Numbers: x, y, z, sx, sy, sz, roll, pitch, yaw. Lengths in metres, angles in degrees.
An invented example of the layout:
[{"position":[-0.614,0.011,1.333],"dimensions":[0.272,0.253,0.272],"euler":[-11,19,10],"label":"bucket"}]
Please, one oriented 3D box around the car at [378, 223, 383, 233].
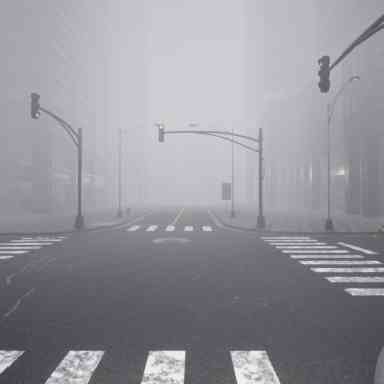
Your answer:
[{"position":[11.754,1.564,16.231],"dimensions":[4.829,1.417,1.752],"euler":[0,-1,0],"label":"car"}]
